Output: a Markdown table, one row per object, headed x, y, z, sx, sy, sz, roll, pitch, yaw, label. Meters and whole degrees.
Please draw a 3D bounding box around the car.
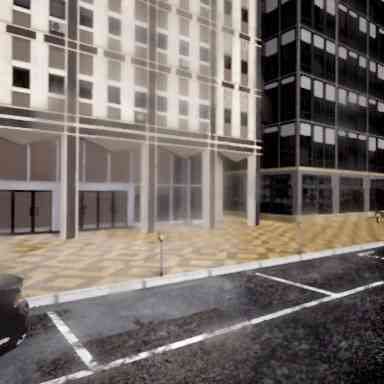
| x | y | z | sx | sy | sz | roll | pitch | yaw | label |
| --- | --- | --- | --- | --- | --- | --- | --- | --- | --- |
| -4.190 | 1.536 | 3.572 | 4.403 | 1.369 | 2.008 | 1 | -1 | -36 | car |
